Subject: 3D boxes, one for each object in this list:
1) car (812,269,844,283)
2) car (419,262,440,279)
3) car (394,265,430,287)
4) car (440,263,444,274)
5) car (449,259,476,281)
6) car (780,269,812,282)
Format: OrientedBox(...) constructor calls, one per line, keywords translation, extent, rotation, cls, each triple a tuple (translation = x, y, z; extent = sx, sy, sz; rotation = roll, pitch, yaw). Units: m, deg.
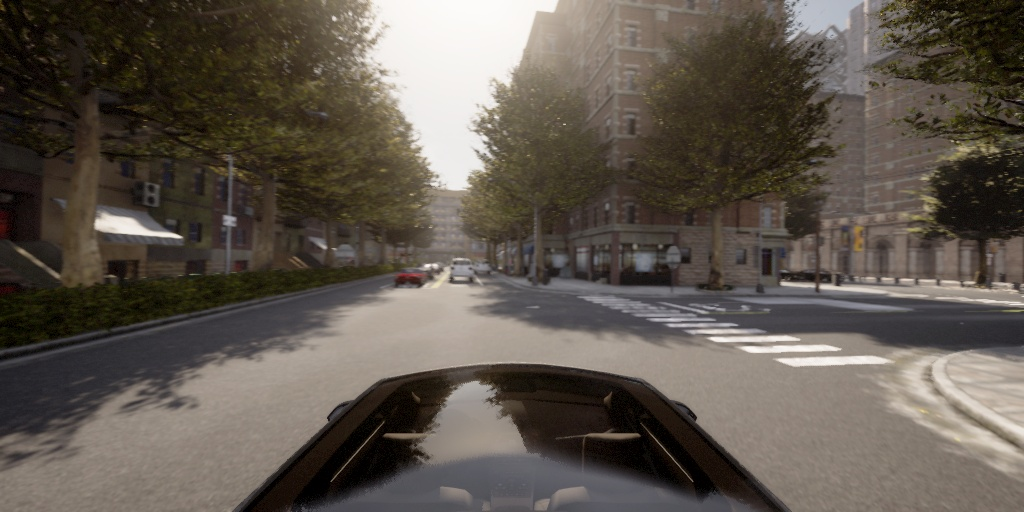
OrientedBox(translation=(35.832, 2.302, 41.948), extent=(1.882, 1.535, 5.008), rotation=(1, -1, -8), cls="car")
OrientedBox(translation=(-8.833, 1.534, 36.207), extent=(2.128, 1.511, 4.902), rotation=(1, -1, -8), cls="car")
OrientedBox(translation=(-7.413, 1.544, 26.440), extent=(1.895, 1.301, 4.718), rotation=(1, -1, -9), cls="car")
OrientedBox(translation=(-10.201, 1.709, 46.064), extent=(1.994, 1.385, 4.181), rotation=(1, -1, -8), cls="car")
OrientedBox(translation=(-4.816, 1.302, 34.177), extent=(2.150, 2.045, 5.566), rotation=(1, -1, -8), cls="car")
OrientedBox(translation=(32.189, 2.254, 42.730), extent=(1.882, 1.535, 5.008), rotation=(1, -1, -8), cls="car")
